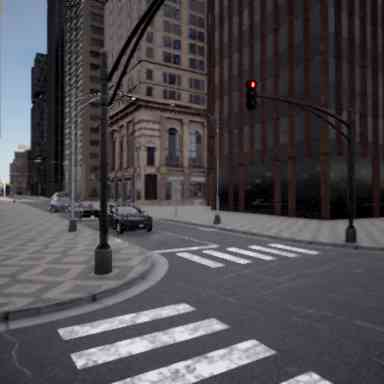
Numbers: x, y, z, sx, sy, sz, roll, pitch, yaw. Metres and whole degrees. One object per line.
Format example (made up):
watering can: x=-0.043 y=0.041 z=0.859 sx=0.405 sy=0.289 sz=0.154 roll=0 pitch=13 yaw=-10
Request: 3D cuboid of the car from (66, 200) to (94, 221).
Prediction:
car: x=-8.780 y=1.566 z=27.502 sx=1.895 sy=1.301 sz=4.718 roll=0 pitch=0 yaw=-31

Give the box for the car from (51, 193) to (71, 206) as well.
car: x=-21.570 y=1.125 z=54.695 sx=2.150 sy=2.045 sz=5.566 roll=0 pitch=0 yaw=-31

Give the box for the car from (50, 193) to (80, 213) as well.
car: x=-14.070 y=1.284 z=36.284 sx=2.097 sy=1.767 sz=4.553 roll=0 pitch=0 yaw=-31

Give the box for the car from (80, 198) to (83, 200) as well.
car: x=-16.267 y=1.407 z=45.991 sx=1.882 sy=1.535 sz=5.008 roll=0 pitch=0 yaw=-31

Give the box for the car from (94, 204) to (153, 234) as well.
car: x=-3.935 y=1.476 z=19.480 sx=1.882 sy=1.535 sz=5.008 roll=0 pitch=0 yaw=-31
